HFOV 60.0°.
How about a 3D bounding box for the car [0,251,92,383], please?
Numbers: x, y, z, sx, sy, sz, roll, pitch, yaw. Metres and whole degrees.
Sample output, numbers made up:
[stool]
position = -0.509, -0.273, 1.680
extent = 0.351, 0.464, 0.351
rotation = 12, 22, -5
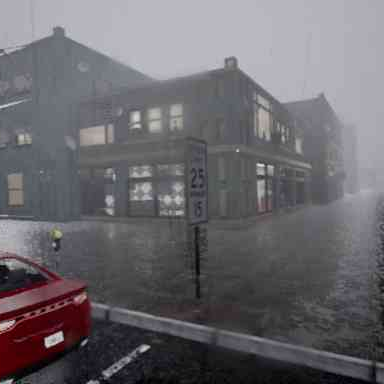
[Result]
[car]
position = -3.488, 1.512, 4.758
extent = 4.507, 1.381, 1.887
rotation = 0, 0, 29
